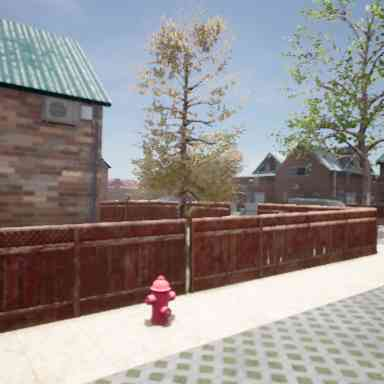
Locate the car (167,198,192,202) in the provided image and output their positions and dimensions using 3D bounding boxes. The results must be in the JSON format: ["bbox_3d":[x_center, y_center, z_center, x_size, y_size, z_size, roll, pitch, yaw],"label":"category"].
[{"bbox_3d":[-1.926,1.792,39.702,2.150,2.045,5.566,2,-2,-35],"label":"car"}]

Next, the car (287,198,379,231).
[{"bbox_3d":[8.113,1.446,20.096,2.150,2.045,5.566,2,-1,-35],"label":"car"}]
